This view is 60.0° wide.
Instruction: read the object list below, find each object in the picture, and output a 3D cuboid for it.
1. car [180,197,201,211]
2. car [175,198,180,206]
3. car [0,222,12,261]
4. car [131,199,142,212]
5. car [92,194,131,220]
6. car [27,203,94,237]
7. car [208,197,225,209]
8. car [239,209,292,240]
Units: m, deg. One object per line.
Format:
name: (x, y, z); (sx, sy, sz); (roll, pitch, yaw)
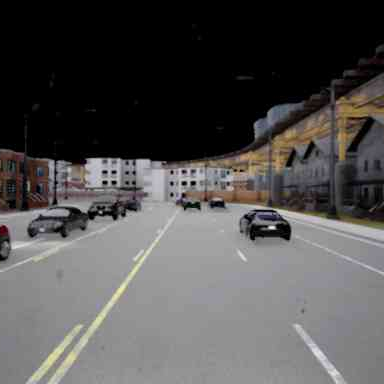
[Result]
car: (-0.025, 1.340, 41.343); (2.097, 1.767, 4.553); (0, 0, -3)
car: (-1.189, 1.533, 51.464); (2.033, 1.411, 5.357); (0, 0, -17)
car: (-7.086, 1.349, 9.211); (2.097, 1.767, 4.553); (0, 0, 0)
car: (-7.009, 1.536, 38.752); (2.033, 1.411, 5.357); (0, 0, 0)
car: (-7.006, 1.213, 28.245); (2.150, 2.045, 5.566); (0, 0, 0)
car: (-7.056, 1.521, 18.011); (1.812, 1.442, 4.674); (0, 0, 0)
car: (3.278, 1.464, 45.212); (1.882, 1.535, 5.008); (0, 0, -4)
car: (3.597, 1.559, 16.961); (1.994, 1.385, 4.181); (0, 0, 0)
